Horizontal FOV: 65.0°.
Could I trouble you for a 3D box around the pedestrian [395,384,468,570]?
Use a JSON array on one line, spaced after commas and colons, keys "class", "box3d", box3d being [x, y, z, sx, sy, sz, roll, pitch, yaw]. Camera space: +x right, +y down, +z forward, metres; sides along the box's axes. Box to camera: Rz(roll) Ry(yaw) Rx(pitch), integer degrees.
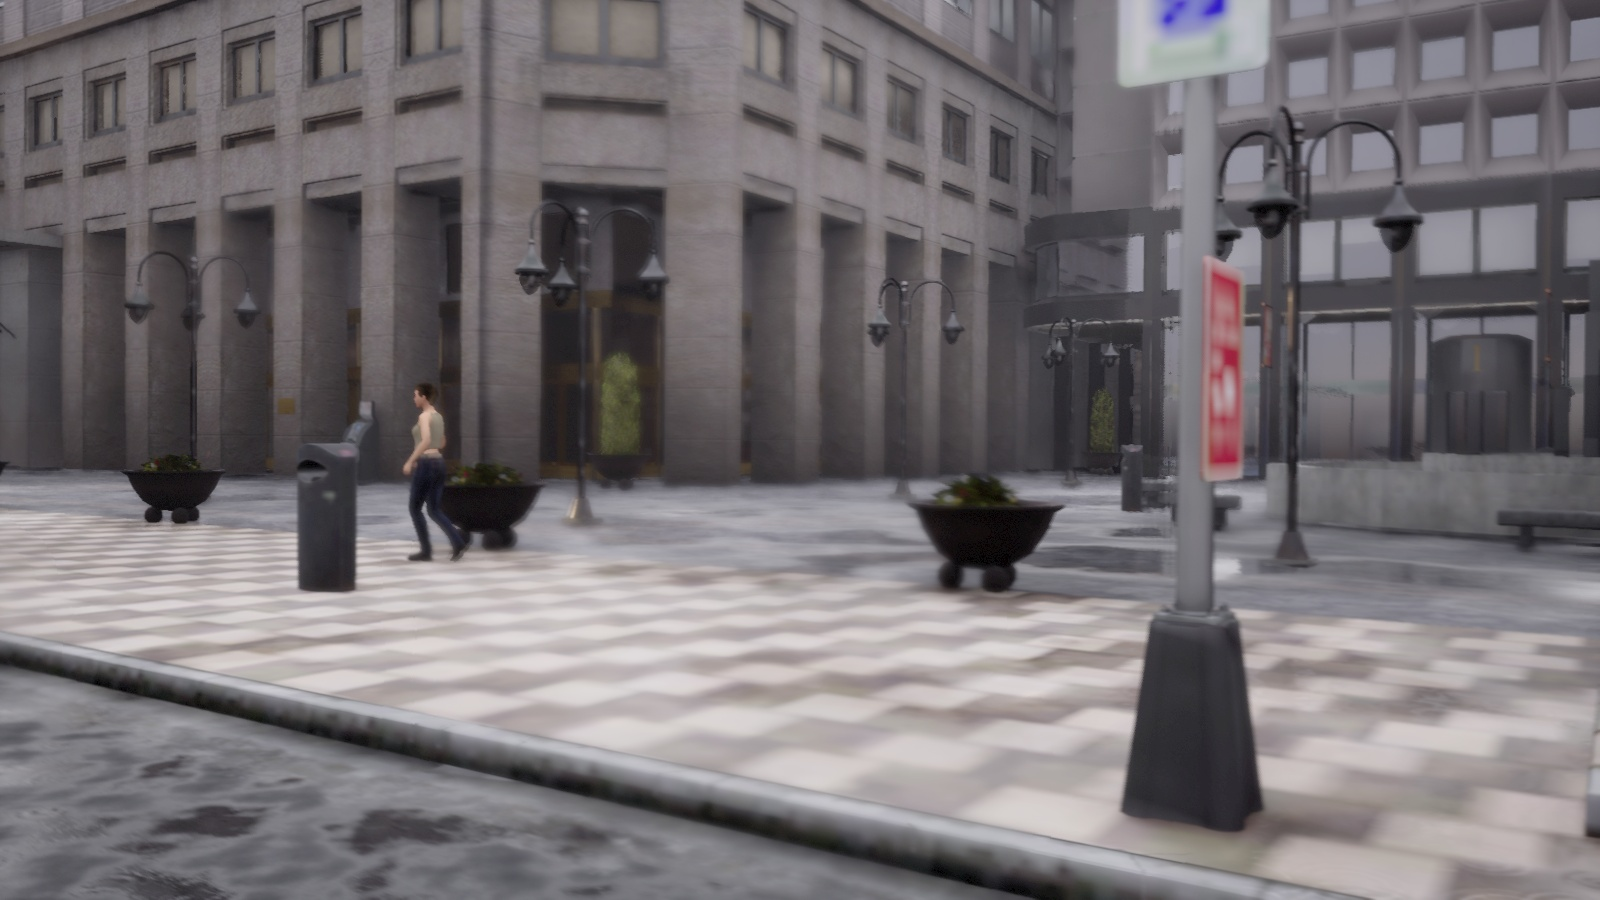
[{"class": "pedestrian", "box3d": [-3.706, 0.266, 12.638, 0.594, 1.836, 0.345, 0, 1, 15]}]
